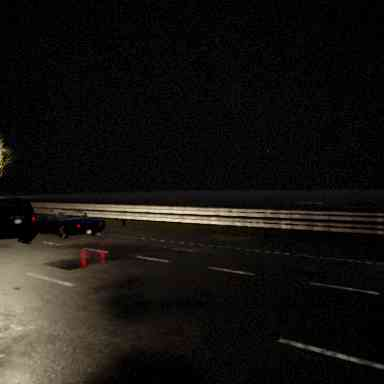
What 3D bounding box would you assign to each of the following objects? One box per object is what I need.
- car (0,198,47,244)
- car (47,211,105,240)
[{"bbox_3d":[-9.095,1.273,14.775,5.566,2.045,2.150,0,0,36],"label":"car"},{"bbox_3d":[-6.802,1.652,17.438,4.718,1.301,1.895,0,0,36],"label":"car"}]
